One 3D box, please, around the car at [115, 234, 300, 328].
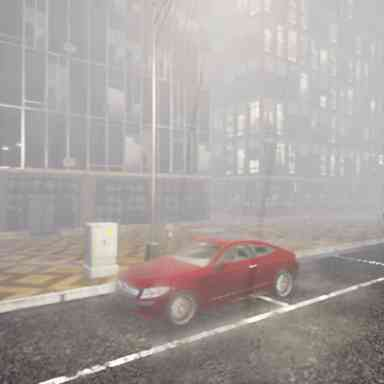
[{"bbox_3d":[0.524,1.584,6.927,4.206,1.307,1.802,0,0,-35],"label":"car"}]
